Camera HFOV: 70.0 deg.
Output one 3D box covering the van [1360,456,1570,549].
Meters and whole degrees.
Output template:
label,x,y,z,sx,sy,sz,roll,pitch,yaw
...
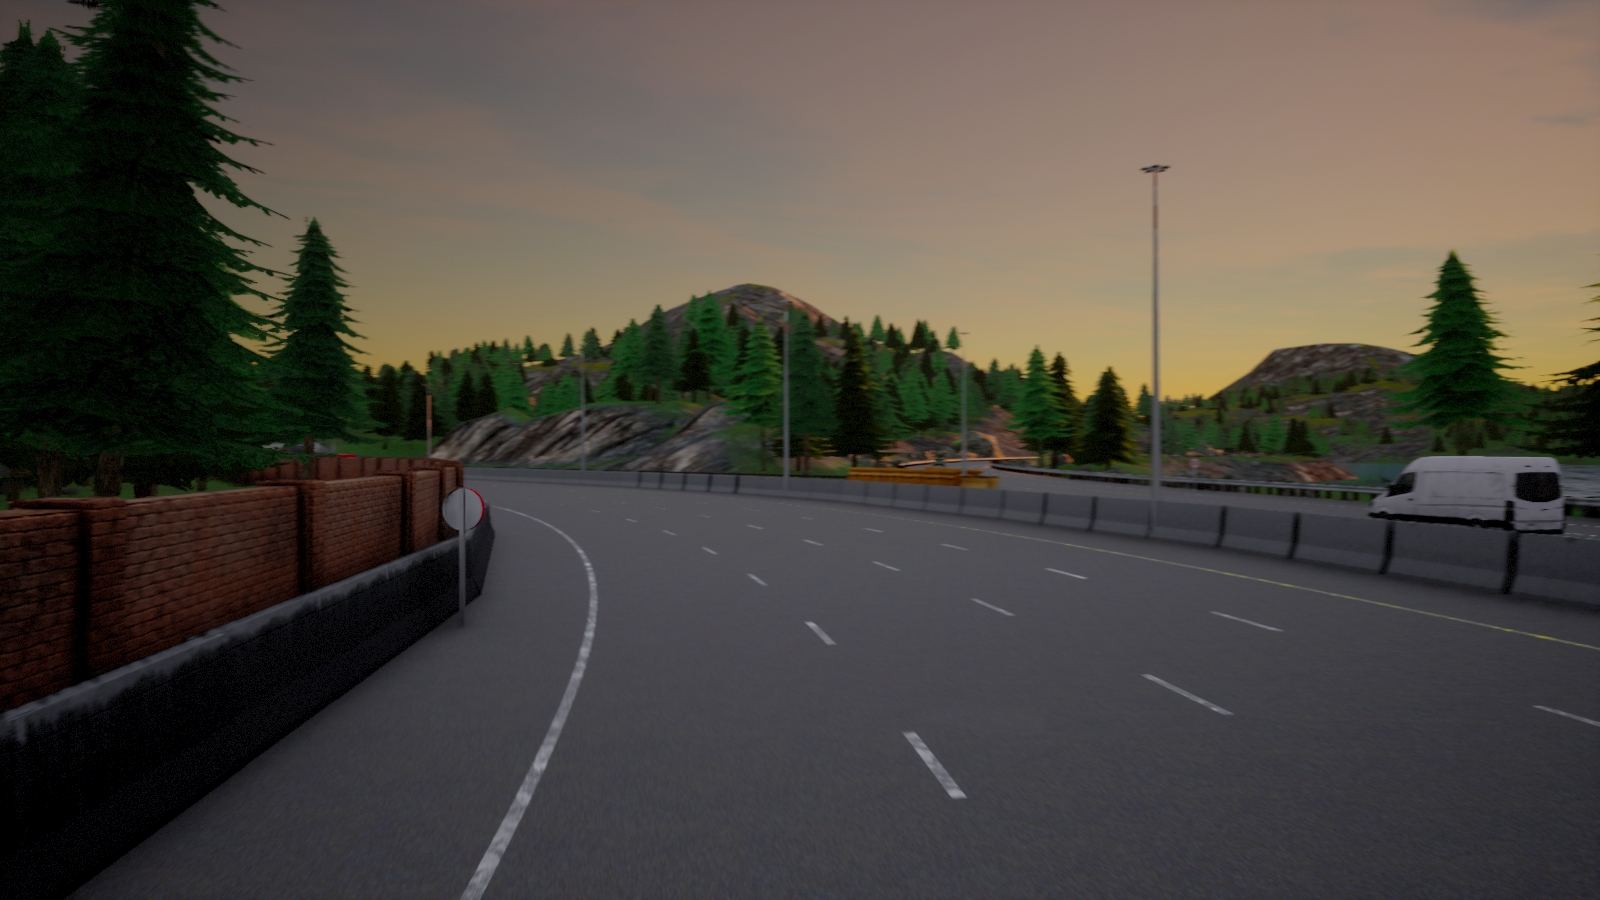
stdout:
label,x,y,z,sx,sy,sz,roll,pitch,yaw
van,20.080,1.474,34.917,1.988,2.561,5.915,0,0,-14
